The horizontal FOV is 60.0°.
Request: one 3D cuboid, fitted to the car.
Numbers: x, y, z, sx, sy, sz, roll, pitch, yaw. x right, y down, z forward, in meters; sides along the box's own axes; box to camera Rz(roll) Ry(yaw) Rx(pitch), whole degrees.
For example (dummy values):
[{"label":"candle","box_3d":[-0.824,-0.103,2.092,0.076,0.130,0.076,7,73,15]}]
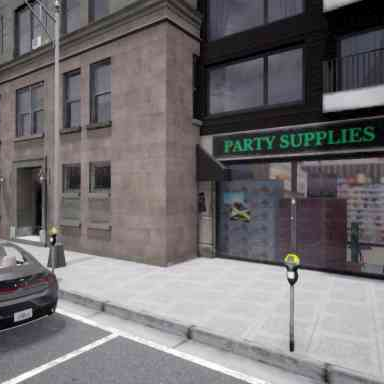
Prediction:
[{"label":"car","box_3d":[-4.221,1.551,6.095,4.403,1.369,2.008,0,0,36]}]
